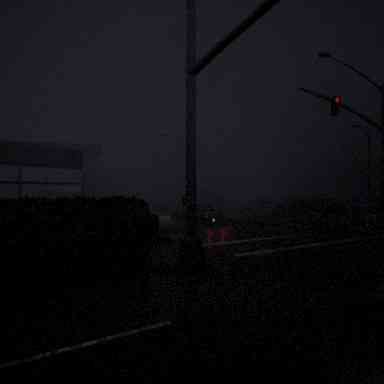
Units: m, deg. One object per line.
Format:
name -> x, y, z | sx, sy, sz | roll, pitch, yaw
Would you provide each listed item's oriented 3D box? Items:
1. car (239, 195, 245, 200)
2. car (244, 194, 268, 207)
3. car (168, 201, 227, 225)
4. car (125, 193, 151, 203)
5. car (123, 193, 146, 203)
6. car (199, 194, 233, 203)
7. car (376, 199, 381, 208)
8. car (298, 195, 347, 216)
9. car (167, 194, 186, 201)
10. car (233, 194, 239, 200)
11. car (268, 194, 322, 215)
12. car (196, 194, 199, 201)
car -> 13.408, 1.154, 72.866 | 5.027, 1.636, 2.152 | 0, 0, -35
car -> 9.669, 1.320, 46.639 | 3.633, 1.501, 1.845 | 0, 0, -35
car -> 0.236, 1.601, 24.147 | 1.895, 1.301, 4.718 | 0, 0, -33
car -> -9.536, 1.361, 60.535 | 3.806, 1.475, 1.970 | 0, 0, -35
car -> -10.947, 1.077, 63.607 | 3.866, 1.878, 1.905 | 0, 0, -35
car -> 3.959, 1.298, 54.839 | 4.514, 1.523, 2.007 | 0, 0, -35
car -> 25.558, 1.384, 43.145 | 3.806, 1.475, 1.970 | 0, 0, -35
car -> 12.047, 1.340, 29.998 | 4.514, 1.523, 2.007 | 0, 0, -35
car -> -2.620, 1.097, 65.441 | 4.605, 1.855, 1.932 | 0, 0, -35
car -> 9.454, 1.232, 77.931 | 3.806, 1.475, 1.970 | 0, 0, -35
car -> 10.200, 1.330, 32.534 | 5.027, 1.636, 2.152 | 0, 0, -35
car -> 1.581, 1.298, 76.875 | 4.514, 1.523, 2.007 | 0, 0, -35
